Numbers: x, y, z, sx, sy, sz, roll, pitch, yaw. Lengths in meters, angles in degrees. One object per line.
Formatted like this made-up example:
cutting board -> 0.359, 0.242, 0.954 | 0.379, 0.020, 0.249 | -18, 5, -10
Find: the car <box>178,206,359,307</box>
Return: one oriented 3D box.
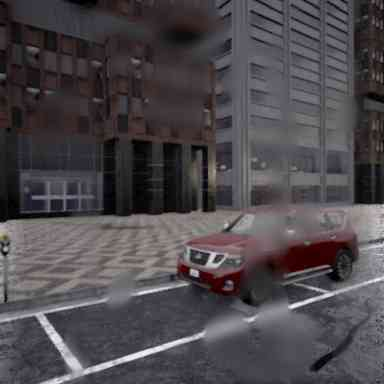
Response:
car -> 2.097, 1.305, 8.155 | 5.009, 1.841, 2.192 | 0, 0, -36
